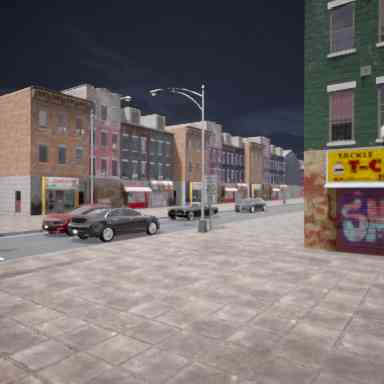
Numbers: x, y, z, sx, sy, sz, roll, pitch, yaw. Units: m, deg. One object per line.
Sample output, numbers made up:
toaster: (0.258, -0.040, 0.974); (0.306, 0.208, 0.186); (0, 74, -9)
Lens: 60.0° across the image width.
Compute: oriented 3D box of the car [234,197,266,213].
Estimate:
car: (6.157, 1.323, 34.670); (1.837, 1.490, 4.892); (0, 0, 36)

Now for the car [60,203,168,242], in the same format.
car: (-3.586, 1.443, 16.197); (1.837, 1.490, 4.892); (0, 0, 36)

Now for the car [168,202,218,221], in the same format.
car: (0.124, 1.473, 26.280); (1.895, 1.301, 4.718); (0, 0, 36)

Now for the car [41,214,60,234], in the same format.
car: (-5.657, 1.403, 18.189); (1.882, 1.535, 5.008); (0, 0, 34)
